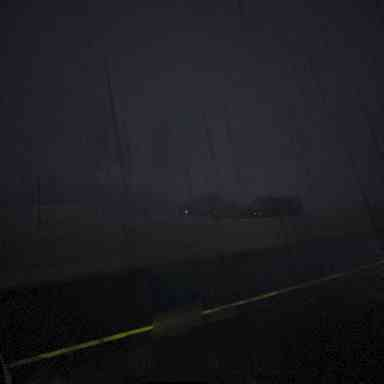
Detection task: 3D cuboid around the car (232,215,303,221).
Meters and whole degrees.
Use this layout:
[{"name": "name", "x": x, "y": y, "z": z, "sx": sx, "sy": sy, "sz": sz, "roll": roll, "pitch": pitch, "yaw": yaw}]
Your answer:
[{"name": "car", "x": 5.056, "y": 1.304, "z": 21.510, "sx": 5.566, "sy": 2.045, "sz": 2.150, "roll": 1, "pitch": 0, "yaw": -41}]

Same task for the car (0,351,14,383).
[{"name": "car", "x": -3.300, "y": 1.348, "z": 1.491, "sx": 4.553, "sy": 1.767, "sz": 2.097, "roll": 0, "pitch": 0, "yaw": -35}]
